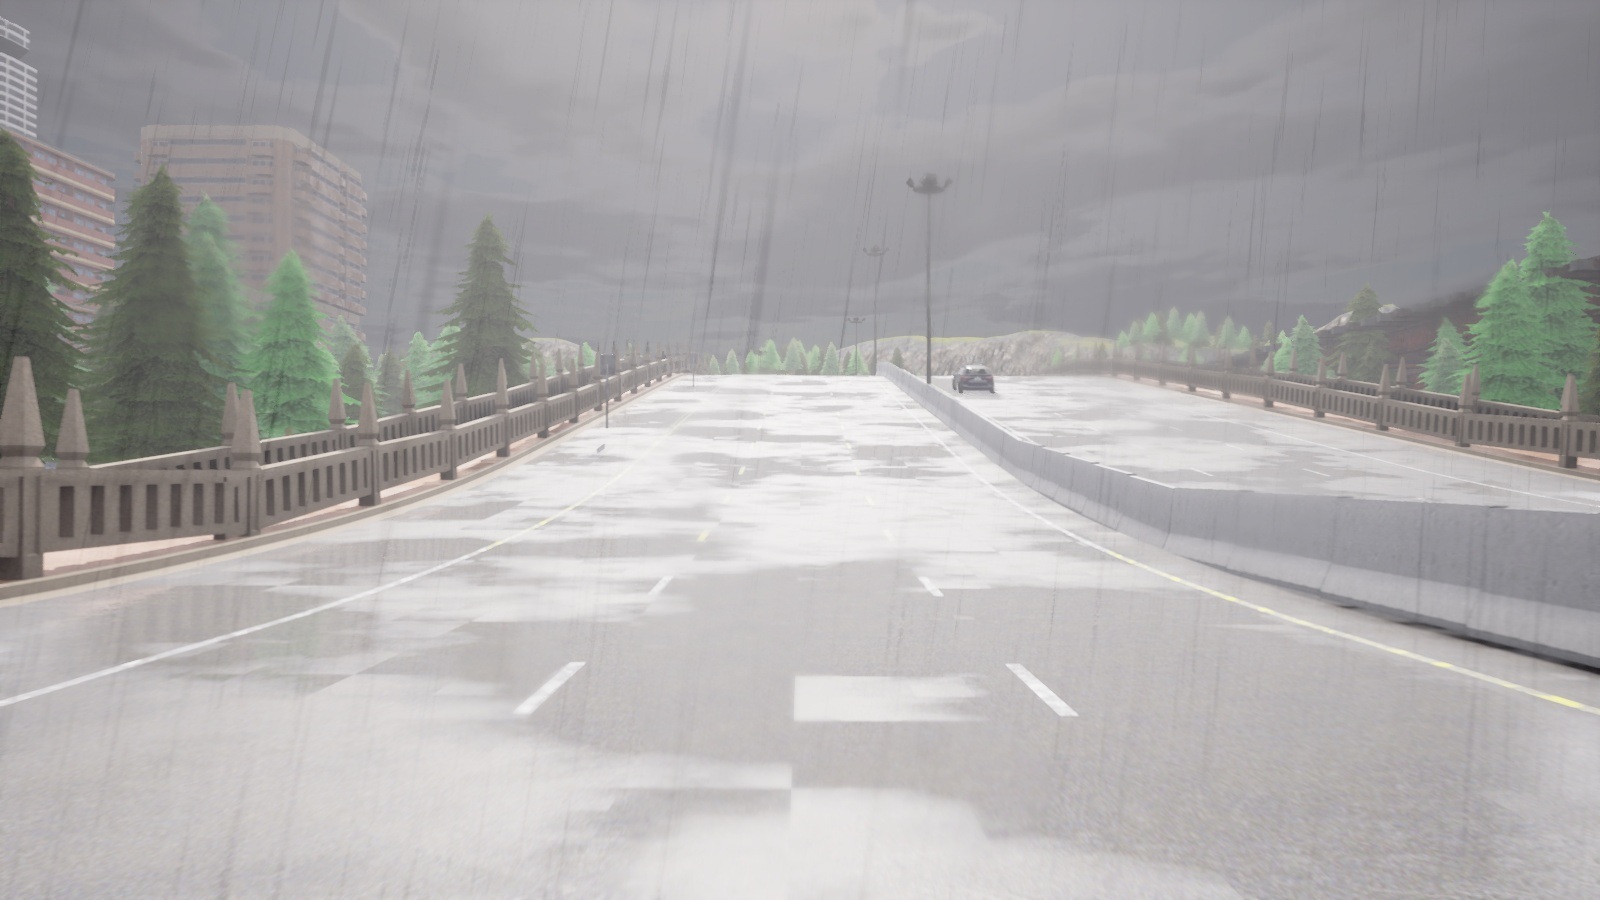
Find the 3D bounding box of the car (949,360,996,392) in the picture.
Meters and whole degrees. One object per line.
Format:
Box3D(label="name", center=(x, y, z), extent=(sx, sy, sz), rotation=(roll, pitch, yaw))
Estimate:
Box3D(label="car", center=(10.596, -4.587, 77.408), extent=(2.242, 1.667, 4.611), rotation=(0, 6, 0))
